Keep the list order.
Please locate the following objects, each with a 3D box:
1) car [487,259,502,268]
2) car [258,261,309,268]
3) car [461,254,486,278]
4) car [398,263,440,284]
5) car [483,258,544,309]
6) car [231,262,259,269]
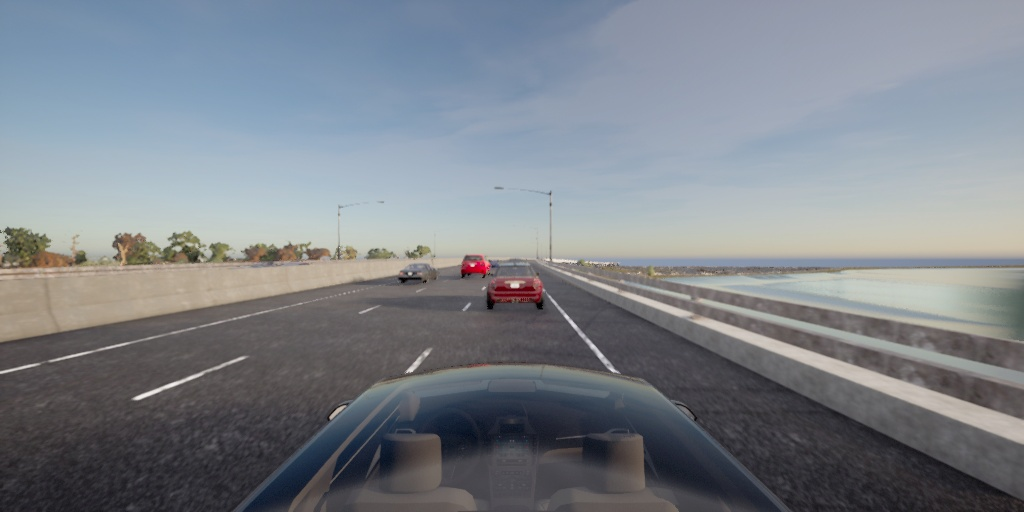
[{"bbox_3d":[-2.671,1.171,55.897,1.994,1.385,4.181,0,0,2],"label":"car"},{"bbox_3d":[-17.440,1.226,28.578,1.812,1.442,4.674,0,0,1],"label":"car"},{"bbox_3d":[-3.201,0.881,32.258,2.150,2.045,5.566,0,0,1],"label":"car"},{"bbox_3d":[-6.776,1.230,26.507,2.033,1.411,5.357,0,0,1],"label":"car"},{"bbox_3d":[0.122,1.054,14.822,2.097,1.767,4.553,0,0,0],"label":"car"},{"bbox_3d":[-20.908,1.193,30.762,2.128,1.511,4.902,0,0,1],"label":"car"}]
